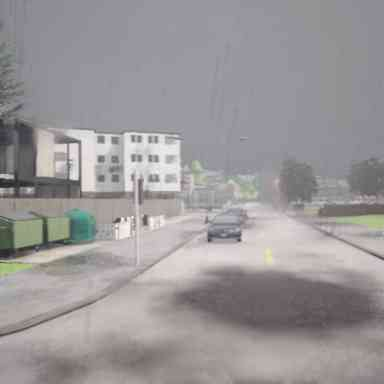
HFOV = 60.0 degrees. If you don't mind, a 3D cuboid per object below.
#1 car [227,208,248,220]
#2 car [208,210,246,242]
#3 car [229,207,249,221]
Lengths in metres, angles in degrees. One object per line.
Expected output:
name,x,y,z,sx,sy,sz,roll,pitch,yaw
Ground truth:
car,3.643,2.184,28.434,2.128,1.511,4.902,-1,-2,10
car,2.033,2.011,19.441,1.812,1.442,4.674,-1,-2,10
car,5.441,2.483,38.239,1.994,1.385,4.181,-1,-1,10
